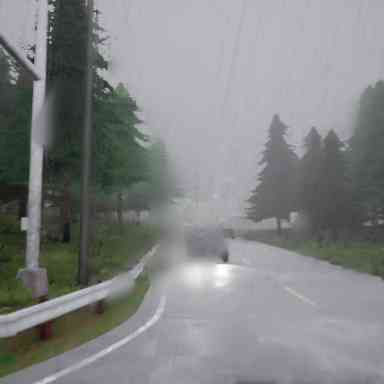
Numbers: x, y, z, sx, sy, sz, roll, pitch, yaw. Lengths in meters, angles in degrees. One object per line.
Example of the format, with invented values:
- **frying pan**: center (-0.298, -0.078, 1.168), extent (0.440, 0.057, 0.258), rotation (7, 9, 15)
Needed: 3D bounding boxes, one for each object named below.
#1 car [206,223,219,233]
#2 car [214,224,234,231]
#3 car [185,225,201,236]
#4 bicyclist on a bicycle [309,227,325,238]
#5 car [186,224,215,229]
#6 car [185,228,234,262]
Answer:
- **car**: center (3.454, 6.164, 56.875), extent (1.882, 1.535, 5.008), rotation (0, -5, -1)
- **car**: center (3.884, 4.691, 39.830), extent (1.837, 1.490, 4.892), rotation (0, -5, -1)
- **car**: center (0.096, 5.305, 46.038), extent (1.994, 1.385, 4.181), rotation (0, -5, -1)
- **bicyclist on a bicycle**: center (7.787, 3.001, 20.838), extent (1.656, 1.620, 0.582), rotation (4, -5, -1)
- **car**: center (0.462, 3.706, 28.707), extent (2.128, 1.511, 4.902), rotation (0, -5, -1)
- **car**: center (0.744, 2.766, 17.209), extent (1.994, 1.385, 4.181), rotation (0, -5, -1)
